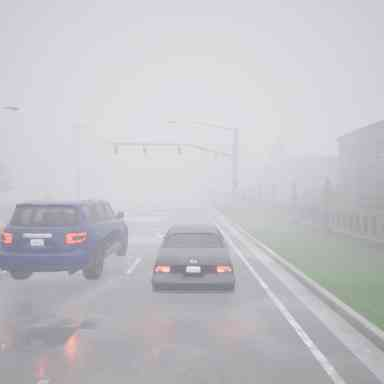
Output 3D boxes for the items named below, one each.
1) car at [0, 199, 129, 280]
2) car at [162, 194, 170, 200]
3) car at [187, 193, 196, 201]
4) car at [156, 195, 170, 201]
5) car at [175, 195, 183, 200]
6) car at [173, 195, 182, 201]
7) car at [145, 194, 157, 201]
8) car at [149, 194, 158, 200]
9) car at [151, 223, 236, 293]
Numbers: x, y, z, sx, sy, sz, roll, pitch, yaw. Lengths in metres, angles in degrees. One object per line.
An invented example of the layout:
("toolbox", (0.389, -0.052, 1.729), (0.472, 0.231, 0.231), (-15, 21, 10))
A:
("car", (-3.450, 1.221, 10.120), (2.150, 2.045, 5.566), (0, 0, 0))
("car", (-7.150, 1.384, 92.989), (1.994, 1.385, 4.181), (0, 0, 0))
("car", (-0.133, 1.216, 82.611), (2.150, 2.045, 5.566), (0, 0, 0))
("car", (-7.134, 1.586, 83.016), (1.895, 1.301, 4.718), (0, 0, 0))
("car", (-3.650, 1.426, 93.025), (1.895, 1.301, 4.718), (0, 0, 0))
("car", (-3.633, 1.468, 82.575), (1.882, 1.535, 5.008), (0, 0, 0))
("car", (-10.634, 1.515, 82.980), (1.812, 1.442, 4.674), (0, 0, 0))
("car", (-10.650, 1.309, 92.983), (1.882, 1.535, 5.008), (0, 0, 0))
("car", (0.043, 1.547, 8.964), (2.033, 1.411, 5.357), (0, 0, 0))
